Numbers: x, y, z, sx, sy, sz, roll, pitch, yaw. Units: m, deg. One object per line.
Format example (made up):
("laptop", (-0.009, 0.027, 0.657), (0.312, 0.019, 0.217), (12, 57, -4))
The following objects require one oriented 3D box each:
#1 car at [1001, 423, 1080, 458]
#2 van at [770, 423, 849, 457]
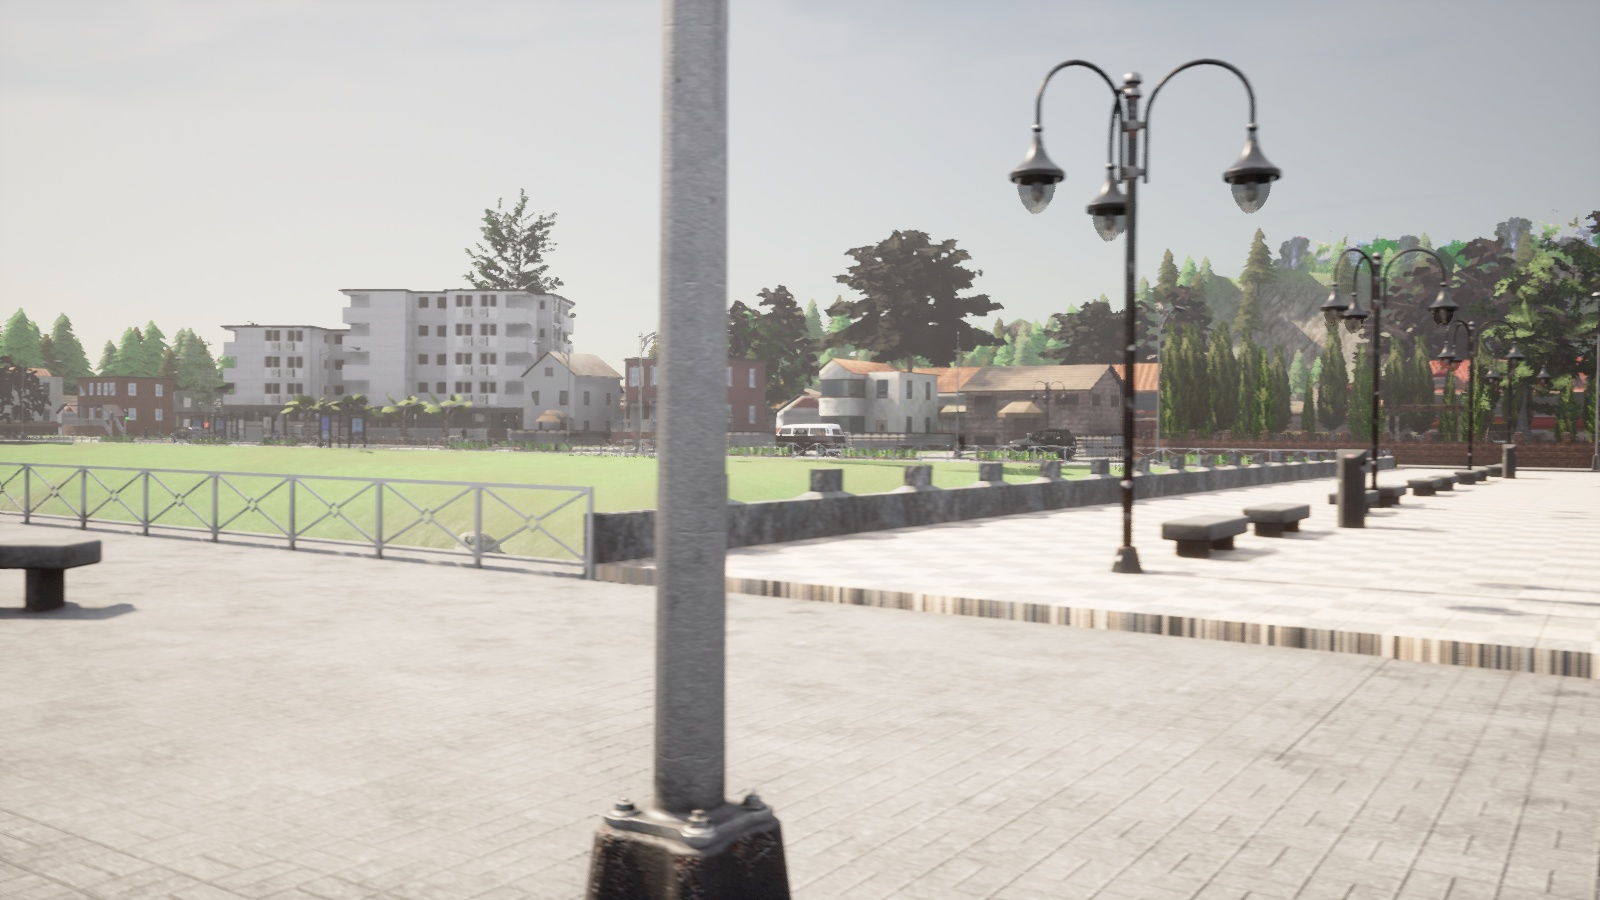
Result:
("car", (13.291, -0.542, 69.438), (3.866, 1.878, 1.905), (0, 1, 34))
("van", (0.587, -0.615, 77.880), (4.480, 2.038, 2.069), (0, 1, 34))
